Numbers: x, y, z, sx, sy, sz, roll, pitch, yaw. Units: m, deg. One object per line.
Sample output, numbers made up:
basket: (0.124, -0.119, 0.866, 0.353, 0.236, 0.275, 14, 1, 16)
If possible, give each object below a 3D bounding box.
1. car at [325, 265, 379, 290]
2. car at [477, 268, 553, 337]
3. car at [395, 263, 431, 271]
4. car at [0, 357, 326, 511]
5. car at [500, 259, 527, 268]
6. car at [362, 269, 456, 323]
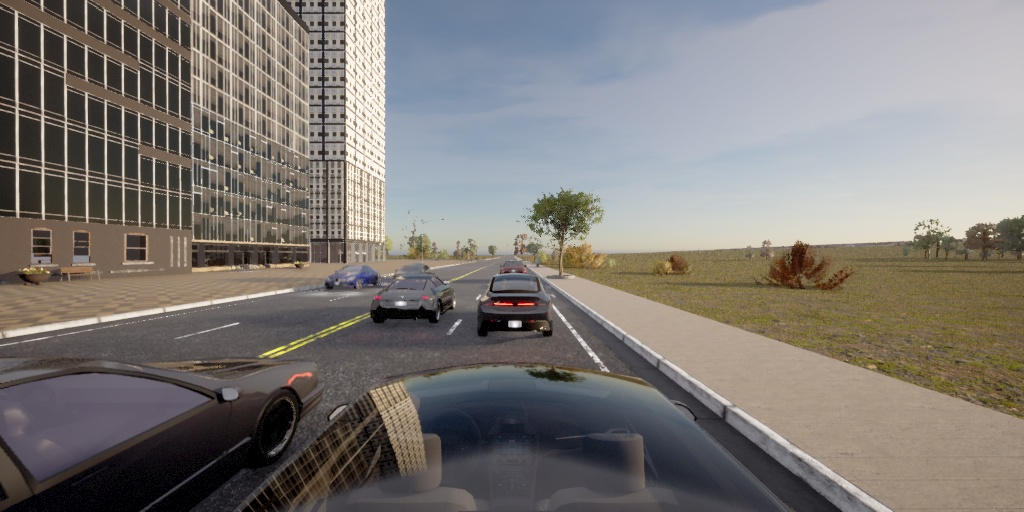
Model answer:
car: (-9.826, 1.274, 22.447, 1.812, 1.442, 4.674, 0, 0, 0)
car: (0.100, 1.254, 10.330, 1.837, 1.490, 4.892, 0, 0, 1)
car: (-6.589, 1.253, 24.276, 1.837, 1.490, 4.892, 0, 0, 0)
car: (-3.149, 1.298, 1.813, 2.033, 1.411, 5.357, 0, 0, 0)
car: (0.113, 1.100, 28.348, 2.097, 1.767, 4.553, 0, 0, 0)
car: (-3.143, 1.313, 12.128, 1.994, 1.385, 4.181, 0, 0, 0)
